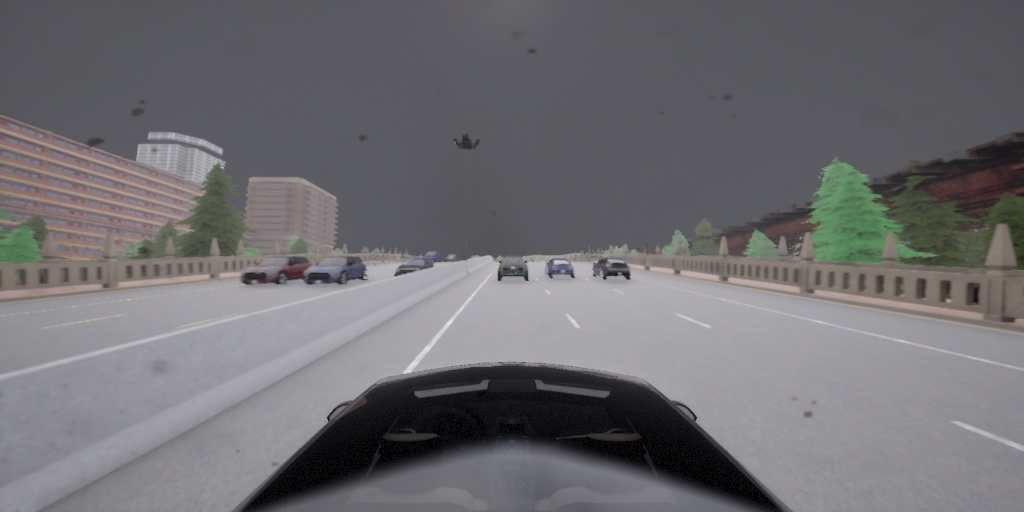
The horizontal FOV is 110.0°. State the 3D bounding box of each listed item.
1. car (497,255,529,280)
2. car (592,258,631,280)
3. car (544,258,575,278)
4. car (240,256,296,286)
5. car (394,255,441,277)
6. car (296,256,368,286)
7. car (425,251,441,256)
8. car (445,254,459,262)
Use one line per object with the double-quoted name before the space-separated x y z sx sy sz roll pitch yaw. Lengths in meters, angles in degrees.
"car" 0.079 0.726 25.600 2.097 1.767 4.553 0 1 0
"car" 7.081 0.875 25.954 1.837 1.490 4.892 0 1 0
"car" 3.583 0.870 27.435 1.812 1.442 4.674 0 1 0
"car" -14.103 0.785 21.881 2.097 1.767 4.553 0 1 0
"car" -7.104 0.899 26.847 2.033 1.411 5.357 0 1 0
"car" -10.603 0.786 21.882 2.097 1.767 4.553 0 1 0
"car" -14.037 0.120 63.384 2.150 2.045 5.566 0 -1 0
"car" -10.548 0.364 63.417 2.128 1.511 4.902 0 -1 1
